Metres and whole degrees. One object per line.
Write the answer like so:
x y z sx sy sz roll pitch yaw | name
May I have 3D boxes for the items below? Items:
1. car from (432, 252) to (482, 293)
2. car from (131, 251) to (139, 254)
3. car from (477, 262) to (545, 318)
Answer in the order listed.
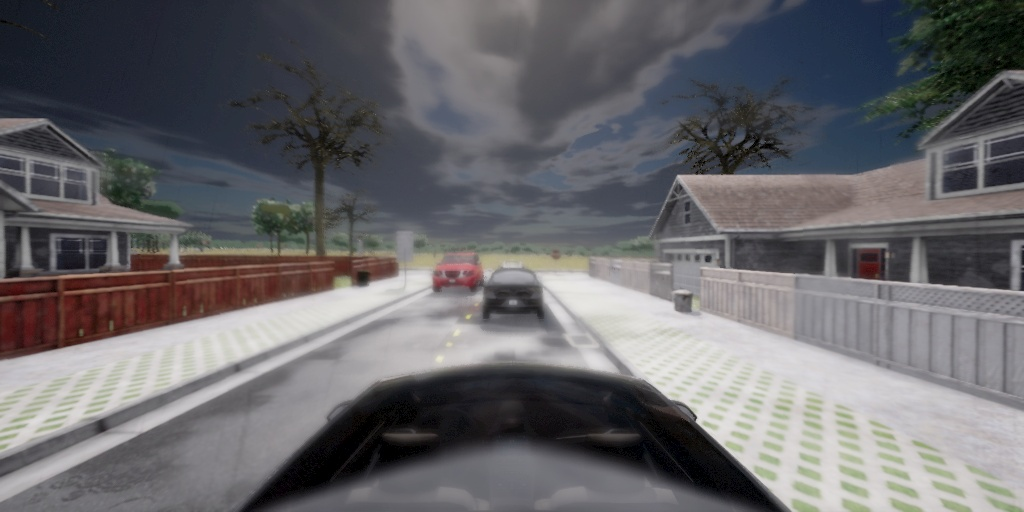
-2.804 0.817 19.702 2.150 2.045 5.566 0 0 1 | car
-40.813 0.190 36.929 4.553 1.767 2.097 1 1 0 | car
0.068 1.131 12.489 1.882 1.535 5.008 0 0 1 | car
